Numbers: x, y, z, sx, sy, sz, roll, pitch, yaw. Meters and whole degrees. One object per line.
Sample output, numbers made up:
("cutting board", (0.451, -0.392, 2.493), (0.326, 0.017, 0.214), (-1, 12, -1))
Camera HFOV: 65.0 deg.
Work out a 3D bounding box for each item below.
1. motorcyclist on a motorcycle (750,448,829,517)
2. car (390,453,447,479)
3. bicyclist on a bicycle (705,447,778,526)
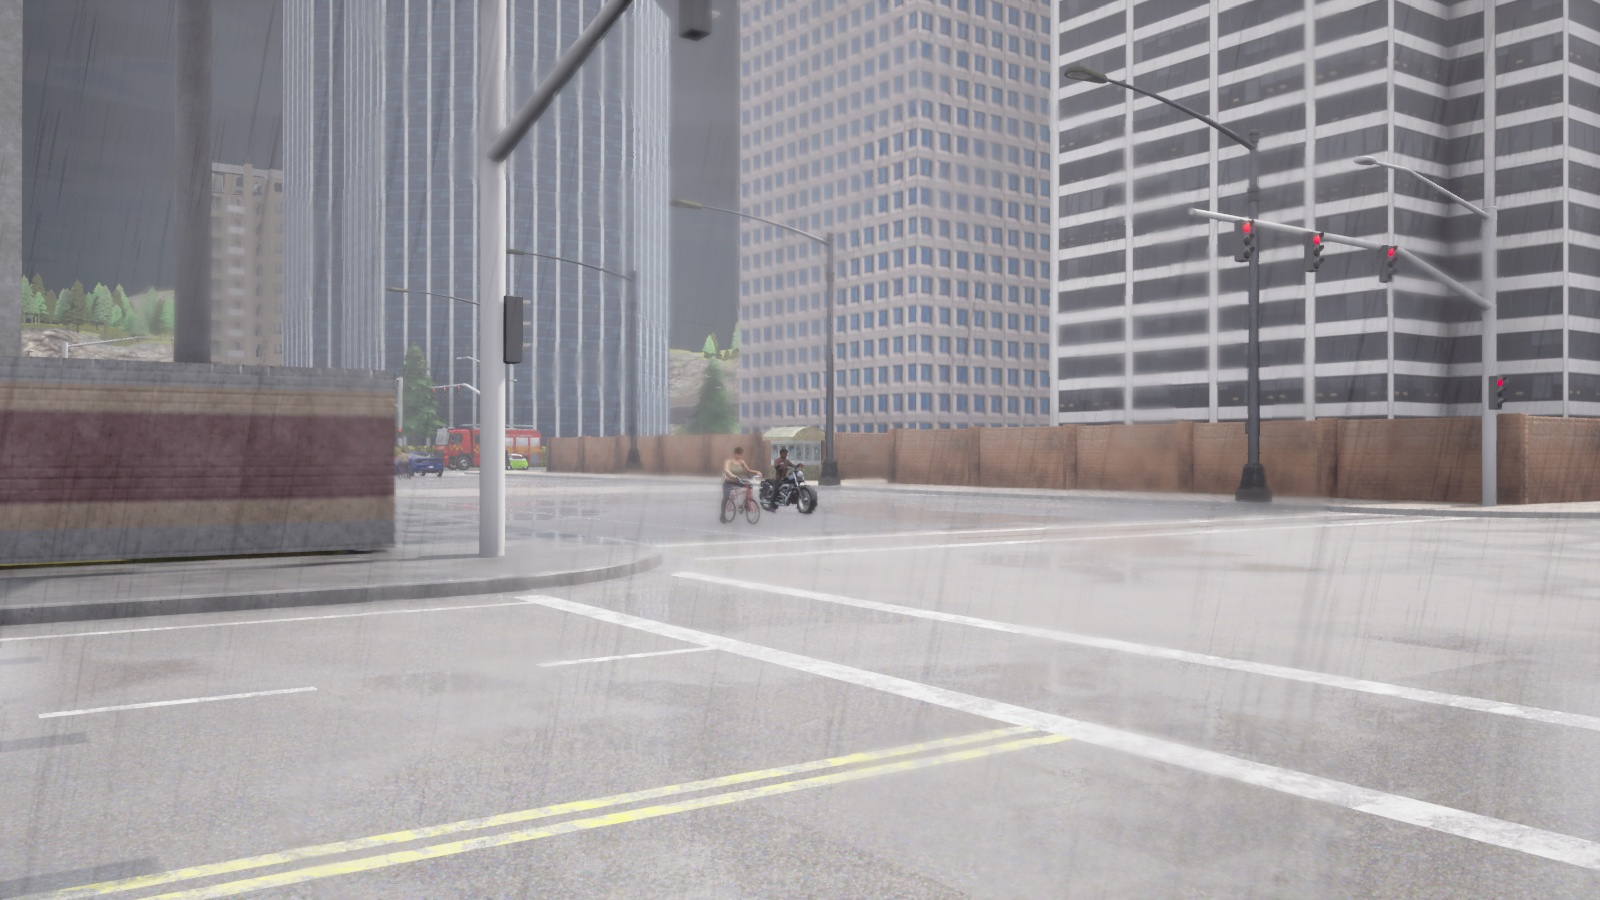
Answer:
("motorcyclist on a motorcycle", (-0.288, 0.772, 31.167), (0.766, 1.649, 2.350), (0, 0, -35))
("car", (-23.467, 0.961, 77.173), (1.882, 1.535, 5.008), (0, 0, -35))
("bicyclist on a bicycle", (-1.241, 0.749, 26.387), (0.866, 1.612, 1.509), (0, 0, -34))
